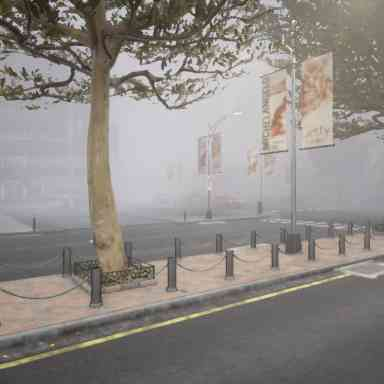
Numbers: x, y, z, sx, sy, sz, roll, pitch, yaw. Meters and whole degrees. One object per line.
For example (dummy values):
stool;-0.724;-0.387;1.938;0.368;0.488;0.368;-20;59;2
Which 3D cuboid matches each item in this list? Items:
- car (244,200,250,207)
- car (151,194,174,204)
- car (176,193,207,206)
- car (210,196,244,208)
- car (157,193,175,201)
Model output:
car;6.985;1.538;52.013;1.812;1.442;4.674;0;0;-36
car;-6.074;1.574;63.564;1.994;1.385;4.181;0;0;-42
car;-0.172;1.363;55.952;2.097;1.767;4.553;0;0;-36
car;4.920;1.363;48.870;2.097;1.767;4.553;0;0;-35
car;-5.077;1.233;67.866;5.566;2.045;2.150;0;0;45
